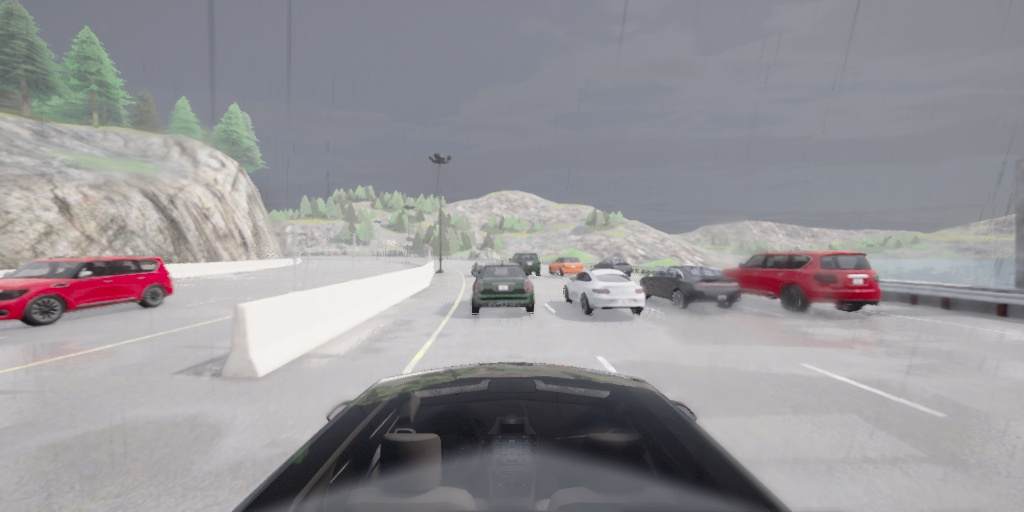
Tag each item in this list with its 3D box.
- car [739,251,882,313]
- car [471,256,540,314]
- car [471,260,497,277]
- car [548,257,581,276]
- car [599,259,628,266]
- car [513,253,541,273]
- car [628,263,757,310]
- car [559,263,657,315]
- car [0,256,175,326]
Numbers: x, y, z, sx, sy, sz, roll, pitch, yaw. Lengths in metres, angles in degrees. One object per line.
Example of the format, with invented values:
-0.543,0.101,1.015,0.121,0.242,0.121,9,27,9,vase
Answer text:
10.153,0.829,13.357,2.150,2.045,5.566,0,1,-3,car
-0.405,1.004,13.477,2.097,1.767,4.553,0,0,-4,car
-2.603,1.105,32.171,1.895,1.301,4.718,0,0,-10,car
4.622,0.833,31.136,2.097,1.767,4.553,0,0,-9,car
8.322,0.964,30.202,2.128,1.511,4.902,0,0,-8,car
1.020,0.713,31.746,2.150,2.045,5.566,0,0,-9,car
6.592,1.109,13.917,2.128,1.511,4.902,0,1,-4,car
3.148,1.168,12.846,1.812,1.442,4.674,0,0,-3,car
-14.319,1.028,11.824,2.150,2.045,5.566,0,0,-4,car
